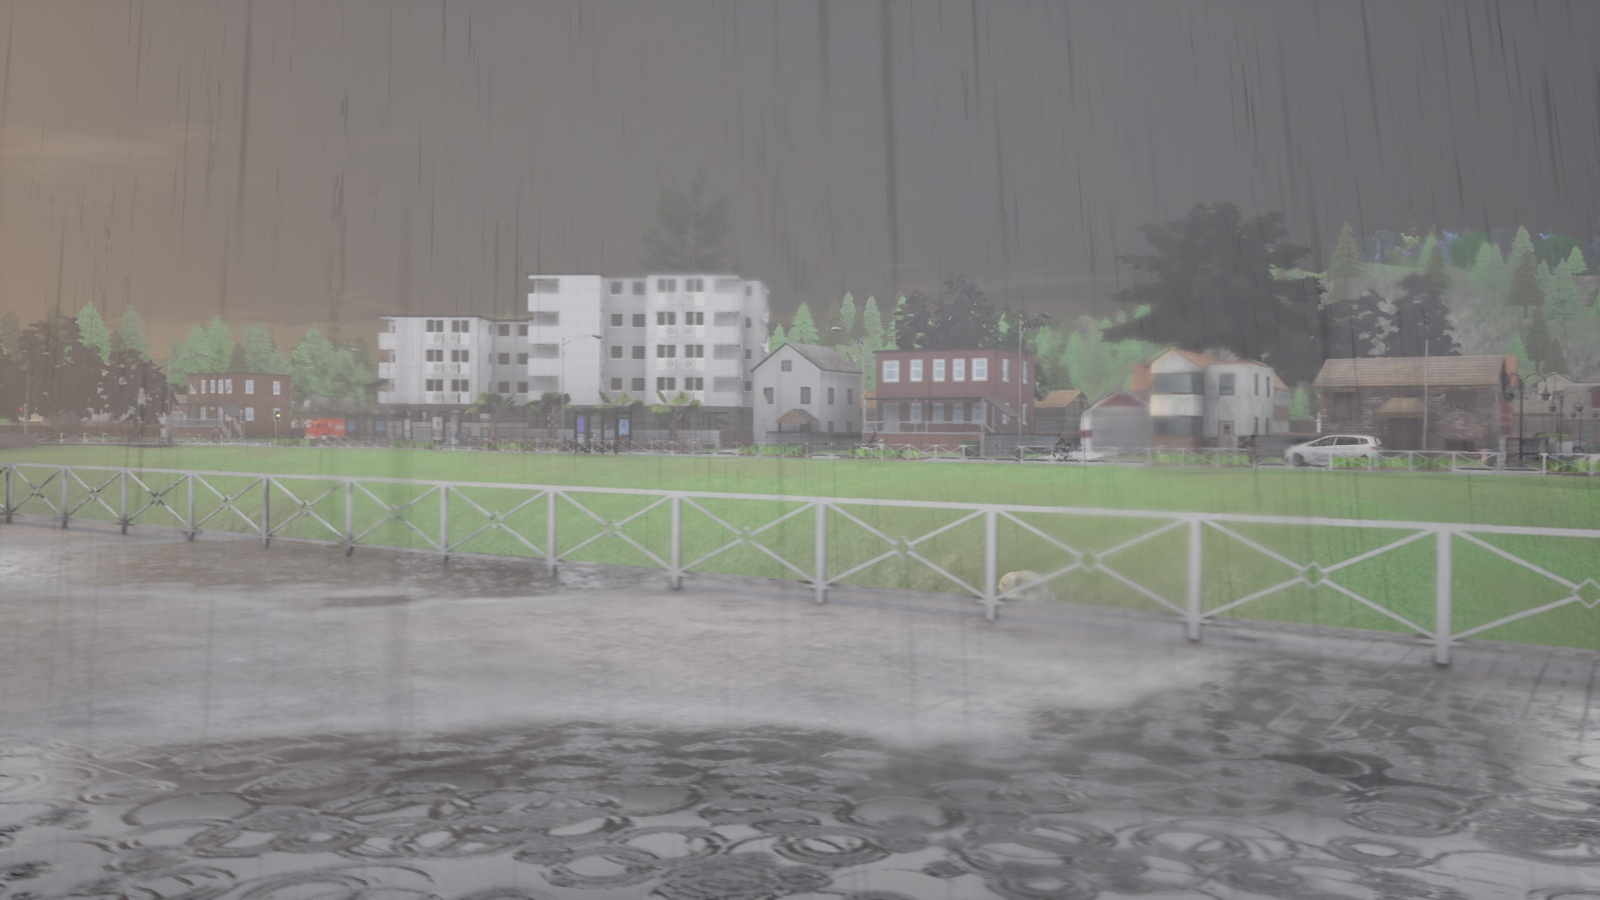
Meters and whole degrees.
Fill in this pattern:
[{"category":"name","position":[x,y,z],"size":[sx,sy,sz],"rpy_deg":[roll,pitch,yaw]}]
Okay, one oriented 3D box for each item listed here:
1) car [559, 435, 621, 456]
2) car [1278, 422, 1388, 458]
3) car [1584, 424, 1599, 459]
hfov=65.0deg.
[{"category":"car","position":[-14.758,-0.323,88.098],"size":[4.193,1.474,1.816],"rpy_deg":[0,1,34]},{"category":"car","position":[25.910,-0.492,61.063],"size":[4.611,1.667,2.242],"rpy_deg":[0,1,34]},{"category":"car","position":[36.438,-0.390,54.067],"size":[4.514,1.525,2.007],"rpy_deg":[0,1,34]}]
